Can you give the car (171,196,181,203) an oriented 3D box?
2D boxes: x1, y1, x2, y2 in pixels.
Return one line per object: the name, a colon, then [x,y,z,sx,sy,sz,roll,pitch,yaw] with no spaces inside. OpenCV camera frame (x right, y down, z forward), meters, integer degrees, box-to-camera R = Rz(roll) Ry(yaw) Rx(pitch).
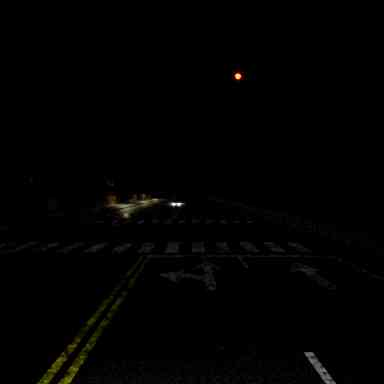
car: [-3.165,1.483,67.976,2.128,1.511,4.902,0,0,0]
